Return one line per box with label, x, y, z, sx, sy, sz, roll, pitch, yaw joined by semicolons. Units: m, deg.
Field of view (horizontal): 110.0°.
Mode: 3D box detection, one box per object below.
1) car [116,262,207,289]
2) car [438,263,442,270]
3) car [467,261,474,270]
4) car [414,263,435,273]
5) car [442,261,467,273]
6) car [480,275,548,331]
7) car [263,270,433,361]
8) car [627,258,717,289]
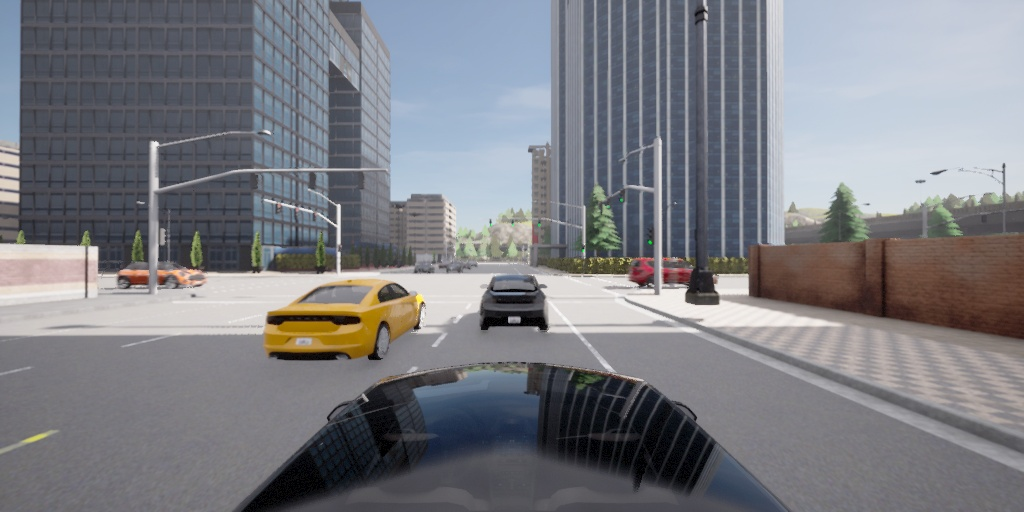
car;-22.955;1.183;23.649;4.553;1.767;2.097;0;0;-1
car;-11.624;1.603;62.739;1.882;1.535;5.008;0;0;-1
car;-8.100;1.677;60.738;1.994;1.385;4.181;0;0;-1
car;-11.389;1.591;46.735;1.994;1.385;4.181;0;0;-1
car;-7.933;1.538;49.900;2.128;1.511;4.902;0;0;0
car;0.055;1.315;11.218;1.837;1.490;4.892;0;0;0
car;-3.443;1.269;8.422;1.882;1.535;5.008;0;0;0
car;10.602;1.180;23.987;5.566;2.045;2.150;0;0;-1
